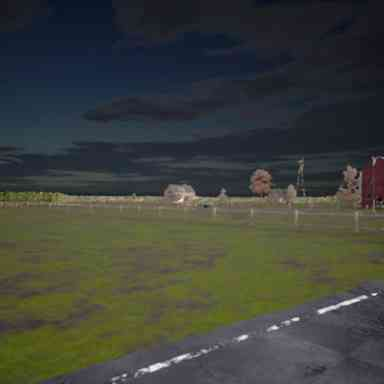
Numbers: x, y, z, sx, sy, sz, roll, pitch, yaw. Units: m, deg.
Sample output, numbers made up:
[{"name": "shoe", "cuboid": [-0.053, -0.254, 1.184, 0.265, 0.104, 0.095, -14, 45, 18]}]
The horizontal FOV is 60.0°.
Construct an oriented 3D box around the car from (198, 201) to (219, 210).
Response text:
[{"name": "car", "cuboid": [3.281, 2.695, 66.593, 2.097, 1.767, 4.553, 1, -2, -43]}]
